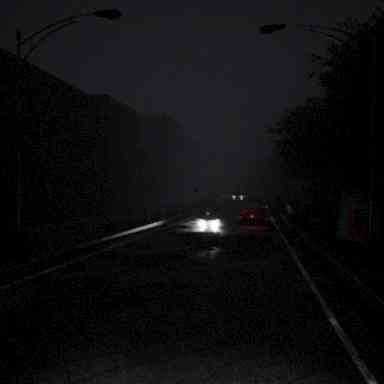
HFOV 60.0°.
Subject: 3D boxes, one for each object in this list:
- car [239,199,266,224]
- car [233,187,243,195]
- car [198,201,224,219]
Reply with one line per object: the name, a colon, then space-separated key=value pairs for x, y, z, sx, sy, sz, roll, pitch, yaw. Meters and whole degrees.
car: x=4.797 y=1.592 z=26.305 sx=1.882 sy=1.535 sz=5.008 roll=1 pitch=0 yaw=11
car: x=9.804 y=-0.248 z=70.750 sx=1.882 sy=1.535 sz=5.008 roll=1 pitch=4 yaw=11
car: x=1.810 y=1.548 z=30.319 sx=2.128 sy=1.511 sz=4.902 roll=1 pitch=1 yaw=11
